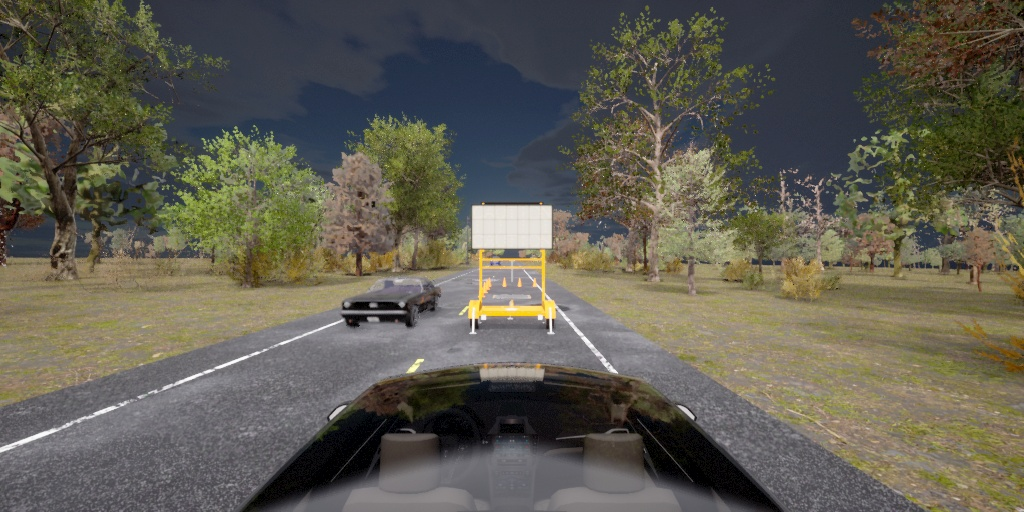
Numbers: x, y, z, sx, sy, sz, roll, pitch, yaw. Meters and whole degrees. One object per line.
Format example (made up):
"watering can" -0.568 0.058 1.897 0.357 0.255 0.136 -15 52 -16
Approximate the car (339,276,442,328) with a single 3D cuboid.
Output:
"car" -3.603 1.355 11.534 1.895 1.301 4.718 0 0 0

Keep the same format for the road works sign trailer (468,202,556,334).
"road works sign trailer" 0.003 0.218 10.598 2.380 3.560 2.880 0 0 0
